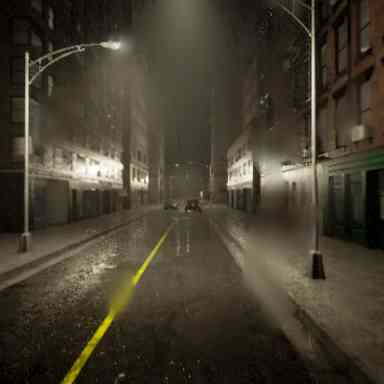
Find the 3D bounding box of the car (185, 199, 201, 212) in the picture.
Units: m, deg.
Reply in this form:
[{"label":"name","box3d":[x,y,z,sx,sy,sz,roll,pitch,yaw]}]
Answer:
[{"label":"car","box3d":[0.120,1.714,44.161,2.097,1.767,4.553,0,0,0]}]

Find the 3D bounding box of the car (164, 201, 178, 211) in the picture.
[{"label":"car","box3d":[-3.001,1.940,48.057,2.033,1.411,5.357,0,0,1]}]
